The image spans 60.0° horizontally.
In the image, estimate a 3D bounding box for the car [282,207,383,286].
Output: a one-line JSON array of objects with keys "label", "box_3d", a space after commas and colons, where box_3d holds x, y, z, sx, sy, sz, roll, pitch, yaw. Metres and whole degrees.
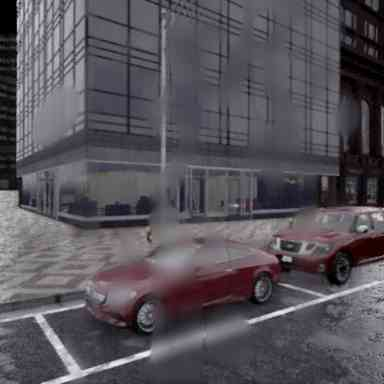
[{"label": "car", "box_3d": [4.451, 1.379, 9.828, 5.009, 1.841, 2.192, 0, -1, -35]}]

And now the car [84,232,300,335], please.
[{"label": "car", "box_3d": [0.033, 1.608, 6.675, 4.206, 1.307, 1.802, 0, -1, -35]}]
